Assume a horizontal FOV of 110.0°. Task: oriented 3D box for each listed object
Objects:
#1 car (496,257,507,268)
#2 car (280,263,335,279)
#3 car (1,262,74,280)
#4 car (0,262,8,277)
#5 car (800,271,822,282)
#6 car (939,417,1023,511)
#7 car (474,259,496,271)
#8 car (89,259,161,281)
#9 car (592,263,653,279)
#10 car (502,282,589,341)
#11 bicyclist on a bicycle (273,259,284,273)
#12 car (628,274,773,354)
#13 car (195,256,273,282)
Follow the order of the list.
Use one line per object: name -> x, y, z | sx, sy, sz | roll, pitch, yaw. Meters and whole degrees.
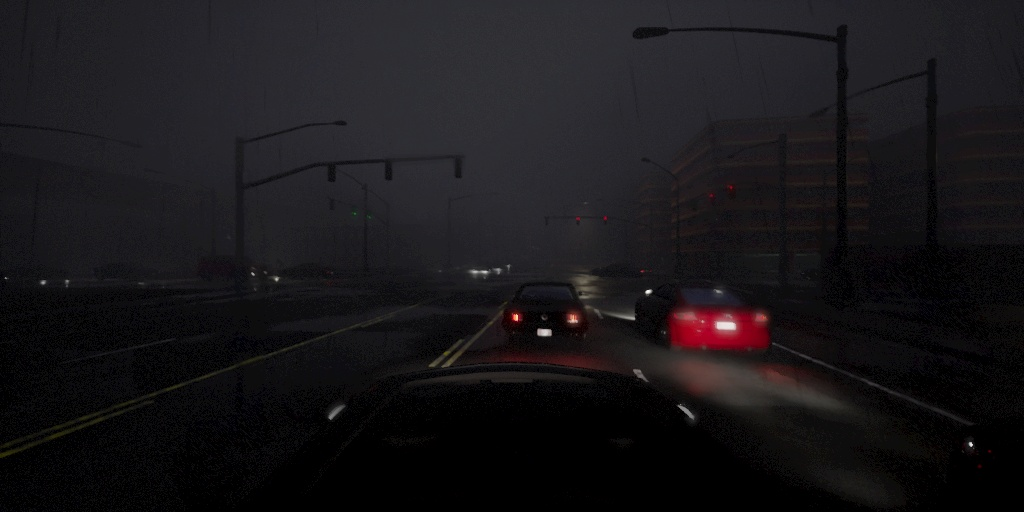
car -> -2.511, 1.164, 58.573 | 1.895, 1.301, 4.718 | 0, 1, 8
car -> -18.396, 1.322, 32.349 | 4.674, 1.442, 1.812 | 0, 0, 7
car -> -41.842, 1.387, 31.595 | 4.718, 1.301, 1.895 | 0, 0, 12
car -> -51.155, 1.314, 35.276 | 4.674, 1.442, 1.812 | 0, 0, 35
car -> 25.048, 1.406, 27.338 | 4.718, 1.301, 1.895 | 0, 0, 7
car -> 3.641, 1.240, 0.215 | 2.128, 1.511, 4.902 | 0, 0, 1
car -> -3.861, 1.258, 48.719 | 1.994, 1.385, 4.181 | 0, 1, 8
car -> -32.435, 1.265, 30.268 | 5.008, 1.535, 1.882 | 0, 0, 7
car -> 9.805, 1.317, 32.097 | 2.033, 1.411, 5.357 | 0, 0, -38
car -> 1.001, 1.366, 9.928 | 1.895, 1.301, 4.718 | 0, 0, 8
bicyclist on a bicycle -> -26.405, 1.111, 40.605 | 0.582, 1.620, 1.656 | 0, 0, 7
car -> 4.404, 1.329, 8.926 | 1.994, 1.385, 4.181 | 0, 0, 7
car -> -22.505, 1.011, 29.094 | 5.566, 2.045, 2.150 | 0, 0, 7
